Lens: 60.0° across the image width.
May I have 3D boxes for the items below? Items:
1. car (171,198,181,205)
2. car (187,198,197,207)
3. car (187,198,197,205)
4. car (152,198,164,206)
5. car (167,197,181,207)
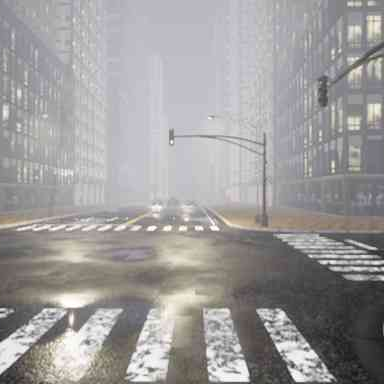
[{"bbox_3d":[-3.280,1.925,69.866,1.895,1.301,4.718,0,-1,0],"label":"car"},{"bbox_3d":[-0.026,2.013,60.282,1.895,1.301,4.718,0,0,0],"label":"car"},{"bbox_3d":[-0.030,1.902,70.255,1.994,1.385,4.181,0,-1,0],"label":"car"},{"bbox_3d":[-6.527,1.937,64.002,2.128,1.511,4.902,0,-1,0],"label":"car"},{"bbox_3d":[-3.276,1.761,59.806,2.097,1.767,4.553,0,0,0],"label":"car"}]
